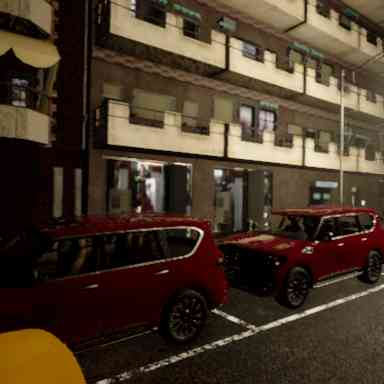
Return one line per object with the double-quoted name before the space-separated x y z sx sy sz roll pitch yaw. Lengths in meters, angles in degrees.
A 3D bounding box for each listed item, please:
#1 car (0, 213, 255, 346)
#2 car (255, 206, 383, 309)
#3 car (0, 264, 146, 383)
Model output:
"car" -1.714 1.313 4.847 5.009 1.841 2.192 0 2 -35
"car" 2.787 1.305 8.060 5.009 1.841 2.192 0 2 -35
"car" -2.812 1.481 0.941 5.008 1.535 1.882 0 0 -36
